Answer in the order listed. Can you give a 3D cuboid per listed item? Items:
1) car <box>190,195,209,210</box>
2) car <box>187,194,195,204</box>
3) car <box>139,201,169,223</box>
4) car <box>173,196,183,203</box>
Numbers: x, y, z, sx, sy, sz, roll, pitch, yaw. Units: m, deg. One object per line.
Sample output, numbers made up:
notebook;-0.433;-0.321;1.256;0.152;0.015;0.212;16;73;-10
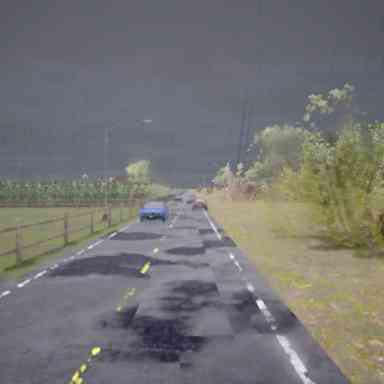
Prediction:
car;0.973;1.480;41.073;1.812;1.442;4.674;0;0;0
car;0.015;1.516;59.121;1.895;1.301;4.718;0;0;0
car;-2.840;1.456;25.760;1.882;1.535;5.008;0;0;0
car;-2.737;1.490;66.891;1.895;1.301;4.718;0;0;0
